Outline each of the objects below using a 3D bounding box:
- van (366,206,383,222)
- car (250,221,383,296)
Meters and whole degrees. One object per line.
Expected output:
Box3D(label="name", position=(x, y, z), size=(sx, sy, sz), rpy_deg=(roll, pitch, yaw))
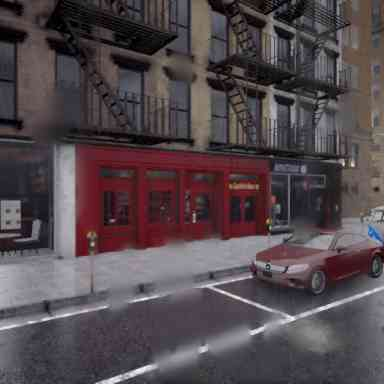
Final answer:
Box3D(label="van", position=(7.786, 1.341, 11.696), size=(3.998, 1.788, 1.690), rpy_deg=(0, 0, -35))
Box3D(label="car", position=(3.374, 1.582, 8.572), size=(4.206, 1.307, 1.802), rpy_deg=(0, 0, -35))
